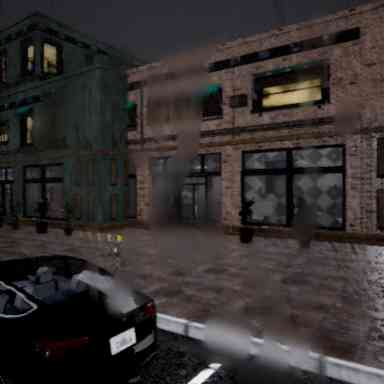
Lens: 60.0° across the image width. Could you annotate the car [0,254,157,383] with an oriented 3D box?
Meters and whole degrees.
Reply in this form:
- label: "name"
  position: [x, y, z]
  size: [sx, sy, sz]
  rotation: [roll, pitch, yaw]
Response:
- label: "car"
  position: [-2.420, 1.565, 4.551]
  size: [4.313, 1.339, 1.947]
  rotation: [-1, 1, 34]
